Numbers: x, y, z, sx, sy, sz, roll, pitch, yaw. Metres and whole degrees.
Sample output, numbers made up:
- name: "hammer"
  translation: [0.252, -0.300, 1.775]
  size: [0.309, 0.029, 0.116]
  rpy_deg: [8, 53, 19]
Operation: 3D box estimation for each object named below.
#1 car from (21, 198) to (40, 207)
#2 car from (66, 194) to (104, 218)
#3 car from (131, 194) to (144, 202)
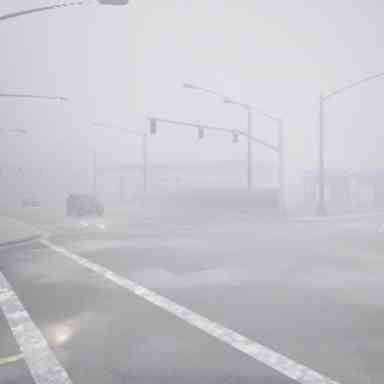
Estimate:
- name: "car"
  translation: [-24.836, 1.588, 51.110]
  size: [1.994, 1.385, 4.181]
  rpy_deg: [0, 0, -36]
- name: "car"
  translation: [-10.179, 1.242, 31.306]
  size: [2.150, 2.045, 5.566]
  rpy_deg: [0, 0, -37]
- name: "car"
  translation: [-10.770, 1.219, 72.148]
  size: [4.611, 1.667, 2.242]
  rpy_deg: [0, 0, -35]
